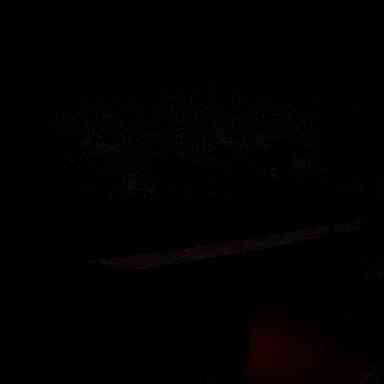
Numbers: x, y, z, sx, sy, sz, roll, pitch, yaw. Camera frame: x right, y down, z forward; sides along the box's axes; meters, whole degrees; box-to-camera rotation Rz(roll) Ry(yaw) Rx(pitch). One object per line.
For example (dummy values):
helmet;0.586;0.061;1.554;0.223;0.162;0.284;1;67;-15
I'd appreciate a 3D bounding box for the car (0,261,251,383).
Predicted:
car;-1.667;1.486;2.939;5.008;1.535;1.882;0;0;-37
